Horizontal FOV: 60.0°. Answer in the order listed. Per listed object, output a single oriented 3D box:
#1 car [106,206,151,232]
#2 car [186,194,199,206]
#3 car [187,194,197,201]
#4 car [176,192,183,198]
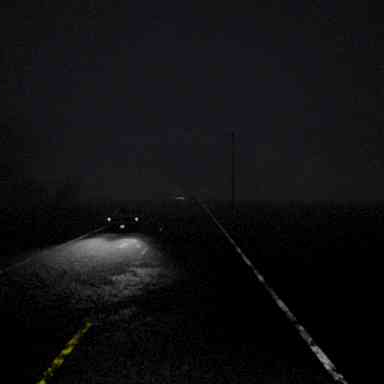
[{"bbox_3d":[-3.602,1.481,19.463,1.895,1.301,4.718,0,0,0],"label":"car"},{"bbox_3d":[0.095,1.255,47.218,2.033,1.411,5.357,0,0,0],"label":"car"},{"bbox_3d":[0.033,1.122,69.919,1.994,1.385,4.181,0,0,0],"label":"car"},{"bbox_3d":[-3.511,0.910,94.439,1.837,1.490,4.892,0,0,0],"label":"car"}]
